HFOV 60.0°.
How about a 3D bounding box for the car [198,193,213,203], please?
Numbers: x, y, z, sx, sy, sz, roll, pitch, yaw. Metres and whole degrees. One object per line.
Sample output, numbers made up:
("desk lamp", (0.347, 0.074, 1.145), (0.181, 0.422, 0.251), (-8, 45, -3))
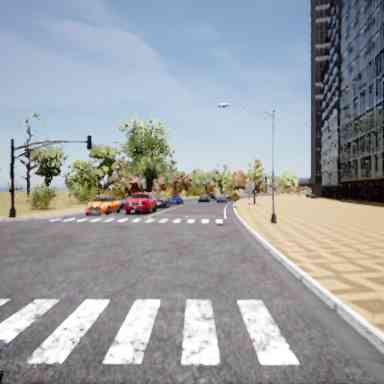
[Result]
("car", (2.351, 1.271, 62.756), (1.994, 1.385, 4.181), (0, 0, 11))

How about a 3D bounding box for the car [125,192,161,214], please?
("car", (-4.957, 1.055, 33.225), (2.150, 2.045, 5.566), (0, 0, 5))

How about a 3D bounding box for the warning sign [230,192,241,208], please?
("warning sign", (5.229, 0.928, 40.253), (1.300, 1.860, 1.060), (0, 1, 7))

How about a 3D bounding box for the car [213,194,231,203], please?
("car", (5.648, 1.262, 62.123), (2.033, 1.411, 5.357), (0, 0, 11))

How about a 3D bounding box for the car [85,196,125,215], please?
("car", (-8.392, 1.189, 31.711), (2.097, 1.767, 4.553), (0, 0, 7))

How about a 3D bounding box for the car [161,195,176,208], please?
("car", (-3.897, 1.280, 43.149), (2.128, 1.511, 4.902), (0, 0, 7))

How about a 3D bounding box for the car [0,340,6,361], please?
("car", (-3.107, 1.538, 1.402), (2.033, 1.411, 5.357), (0, 0, 0))

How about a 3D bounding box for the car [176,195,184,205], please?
("car", (-2.500, 1.269, 53.334), (1.812, 1.442, 4.674), (0, 0, 9))

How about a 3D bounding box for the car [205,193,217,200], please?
("car", (4.208, 1.039, 72.516), (1.812, 1.442, 4.674), (0, 0, 12))

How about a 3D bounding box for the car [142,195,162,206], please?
("car", (-6.062, 1.252, 51.457), (1.837, 1.490, 4.892), (0, 0, 8))

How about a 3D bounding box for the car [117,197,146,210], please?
("car", (-7.414, 1.341, 41.131), (2.033, 1.411, 5.357), (0, 0, 7))
